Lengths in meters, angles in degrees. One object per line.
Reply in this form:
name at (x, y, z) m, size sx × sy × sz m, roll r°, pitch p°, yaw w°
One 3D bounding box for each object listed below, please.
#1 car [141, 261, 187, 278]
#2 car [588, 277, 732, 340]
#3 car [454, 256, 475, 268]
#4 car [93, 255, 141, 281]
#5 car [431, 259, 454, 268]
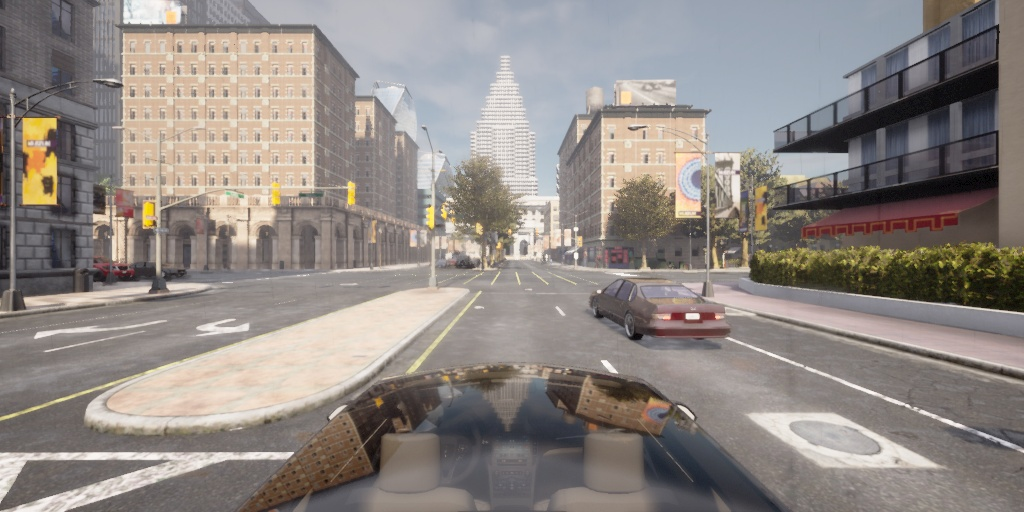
car at (-32.850, 1.255, 33.017) m, size 4.892 × 1.490 × 1.837 m, roll 0°, pitch 0°, yaw 0°
car at (3.634, 1.298, 9.940) m, size 2.033 × 1.411 × 5.357 m, roll 0°, pitch 0°, yaw -3°
car at (-8.065, 0.973, 60.750) m, size 2.150 × 2.045 × 5.566 m, roll 0°, pitch 0°, yaw 0°
car at (-34.649, 0.972, 29.489) m, size 5.566 × 2.045 × 2.150 m, roll 0°, pitch 0°, yaw 0°
car at (-11.560, 1.299, 60.125) m, size 2.033 × 1.411 × 5.357 m, roll 0°, pitch 0°, yaw 0°
